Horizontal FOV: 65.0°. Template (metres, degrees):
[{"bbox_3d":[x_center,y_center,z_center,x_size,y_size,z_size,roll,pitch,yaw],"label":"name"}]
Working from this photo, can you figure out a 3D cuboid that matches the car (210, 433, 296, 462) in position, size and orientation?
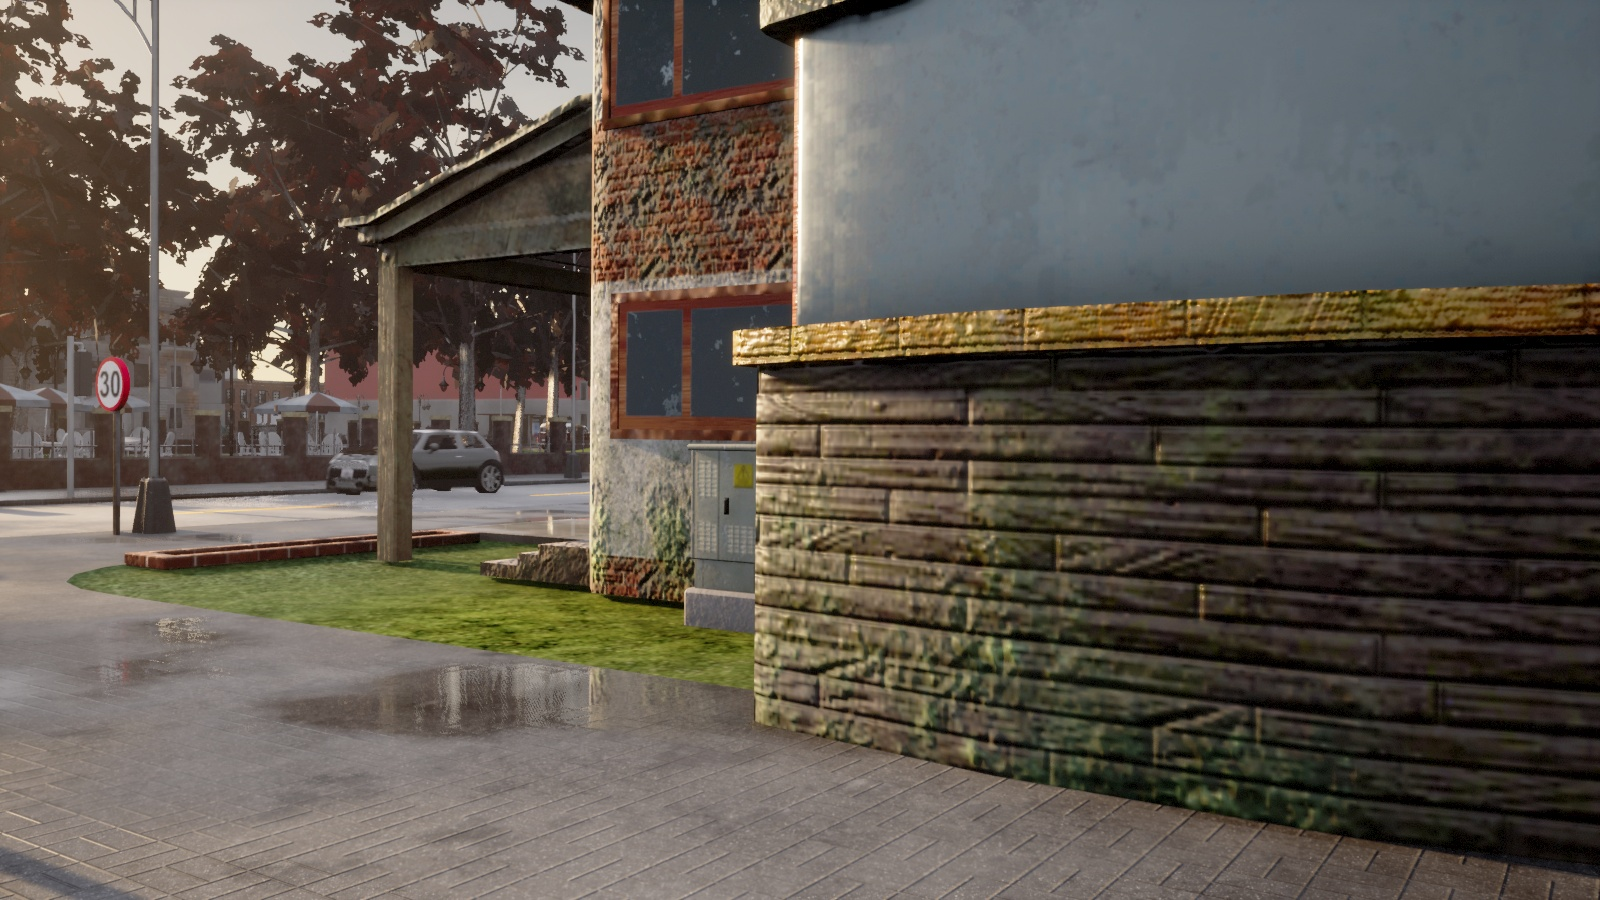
[{"bbox_3d":[-34.253,-0.175,78.744,2.097,1.767,4.553,0,1,33],"label":"car"}]

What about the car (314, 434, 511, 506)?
[{"bbox_3d":[-8.603,0.390,28.156,1.970,1.475,3.806,0,1,33],"label":"car"}]

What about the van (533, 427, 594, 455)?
[{"bbox_3d":[-18.045,-0.693,96.037,2.069,2.038,4.480,0,1,34],"label":"van"}]
